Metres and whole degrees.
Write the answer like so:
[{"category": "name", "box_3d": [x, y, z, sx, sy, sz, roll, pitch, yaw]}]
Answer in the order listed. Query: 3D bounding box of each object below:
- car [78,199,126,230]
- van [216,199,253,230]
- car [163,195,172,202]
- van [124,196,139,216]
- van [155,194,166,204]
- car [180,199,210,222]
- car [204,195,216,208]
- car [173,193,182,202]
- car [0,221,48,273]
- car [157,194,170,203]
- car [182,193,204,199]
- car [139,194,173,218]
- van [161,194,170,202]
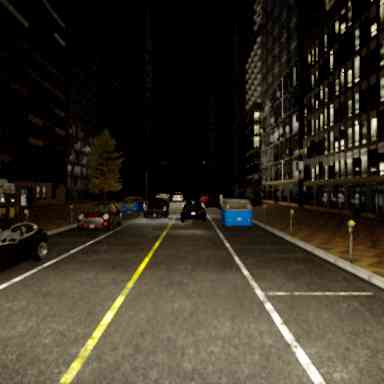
[{"category": "car", "box_3d": [-5.682, 1.430, 20.879, 1.967, 1.590, 4.097, 0, 0, 0]}, {"category": "van", "box_3d": [2.698, 1.330, 20.874, 1.690, 1.788, 3.998, 0, 0, 0]}, {"category": "car", "box_3d": [-5.658, 1.476, 77.561, 1.887, 1.381, 4.507, 0, 0, 0]}, {"category": "van", "box_3d": [-5.678, 1.323, 32.215, 1.690, 1.788, 3.998, 0, 0, 0]}, {"category": "van", "box_3d": [-5.665, 1.297, 60.557, 1.690, 1.788, 3.998, 0, 0, 0]}, {"category": "car", "box_3d": [0.111, 1.550, 26.537, 1.994, 1.385, 4.181, 0, 0, 0]}, {"category": "car", "box_3d": [2.708, 1.517, 43.548, 1.887, 1.381, 4.507, 0, 0, 0]}, {"category": "car", "box_3d": [-2.970, 1.131, 70.919, 2.150, 2.045, 5.566, 0, 0, 0]}, {"category": "car", "box_3d": [-5.687, 1.562, 9.542, 1.947, 1.339, 4.313, 0, 0, 0]}, {"category": "car", "box_3d": [-5.663, 1.263, 66.225, 2.192, 1.841, 5.009, 0, 0, 0]}, {"category": "car", "box_3d": [0.119, 1.326, 42.348, 2.097, 1.767, 4.553, 0, 0, 0]}, {"category": "car", "box_3d": [-3.084, 1.335, 29.759, 2.097, 1.767, 4.553, 0, 0, 0]}, {"category": "van", "box_3d": [-5.660, 1.281, 71.893, 1.690, 1.788, 3.998, 0, 0, 0]}]
